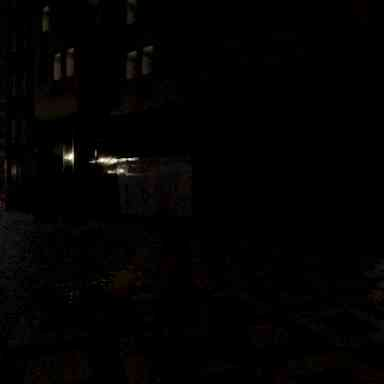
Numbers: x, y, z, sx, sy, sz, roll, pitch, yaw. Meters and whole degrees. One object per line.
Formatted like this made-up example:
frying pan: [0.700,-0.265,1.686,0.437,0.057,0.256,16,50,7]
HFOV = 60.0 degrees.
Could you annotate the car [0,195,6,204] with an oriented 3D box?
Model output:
car: [-29.571,1.280,48.899,1.947,1.339,4.313,1,0,35]

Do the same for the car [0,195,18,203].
car: [-33.371,1.197,58.403,1.887,1.381,4.507,1,0,35]
